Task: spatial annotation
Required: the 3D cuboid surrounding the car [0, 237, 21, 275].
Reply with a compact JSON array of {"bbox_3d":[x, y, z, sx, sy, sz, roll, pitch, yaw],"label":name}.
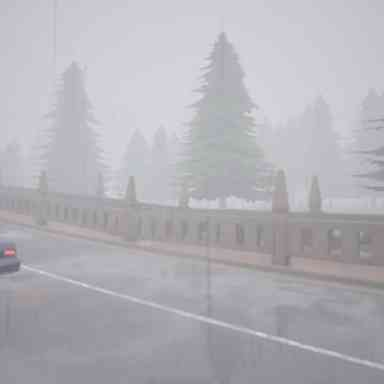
[{"bbox_3d":[-6.592,1.382,8.702,5.357,1.411,2.033,3,1,36],"label":"car"}]
